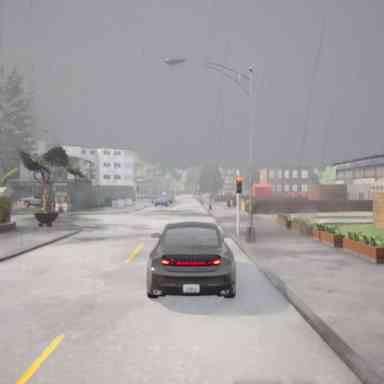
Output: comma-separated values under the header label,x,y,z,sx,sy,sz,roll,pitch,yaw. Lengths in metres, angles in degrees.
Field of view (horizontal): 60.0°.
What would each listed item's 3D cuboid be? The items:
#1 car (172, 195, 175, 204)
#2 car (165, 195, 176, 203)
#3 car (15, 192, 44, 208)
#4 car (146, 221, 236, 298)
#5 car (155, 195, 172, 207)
label,x,y,z,sx,sy,sz,roll,pitch,yaw
car,-4.644,1.448,62.006,1.882,1.535,5.008,0,0,0
car,-4.687,1.491,72.963,2.128,1.511,4.902,0,0,-1
car,-20.154,0.965,42.118,1.905,1.878,3.866,0,0,34
car,-0.016,1.501,8.456,1.837,1.490,4.892,0,0,0
car,-4.571,1.453,50.620,1.882,1.535,5.008,0,0,0
